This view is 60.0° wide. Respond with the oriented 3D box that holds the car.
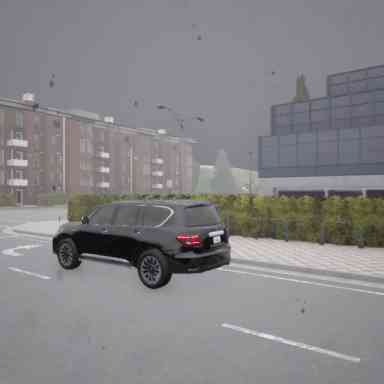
[{"bbox_3d":[-1.597,1.221,9.415,5.566,2.045,2.150,0,0,35],"label":"car"}]
